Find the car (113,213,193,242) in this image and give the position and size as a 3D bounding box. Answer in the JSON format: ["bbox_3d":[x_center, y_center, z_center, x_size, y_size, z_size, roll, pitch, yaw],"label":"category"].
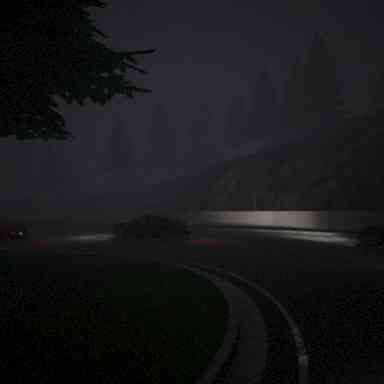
[{"bbox_3d":[-2.407,2.048,19.899,5.008,1.535,1.882,-2,-2,25],"label":"car"}]

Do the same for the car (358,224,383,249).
[{"bbox_3d":[9.104,1.682,13.446,2.128,1.511,4.902,0,-2,-21],"label":"car"}]

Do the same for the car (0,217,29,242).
[{"bbox_3d":[-12.019,2.281,20.153,4.674,1.442,1.812,-2,-2,23],"label":"car"}]
